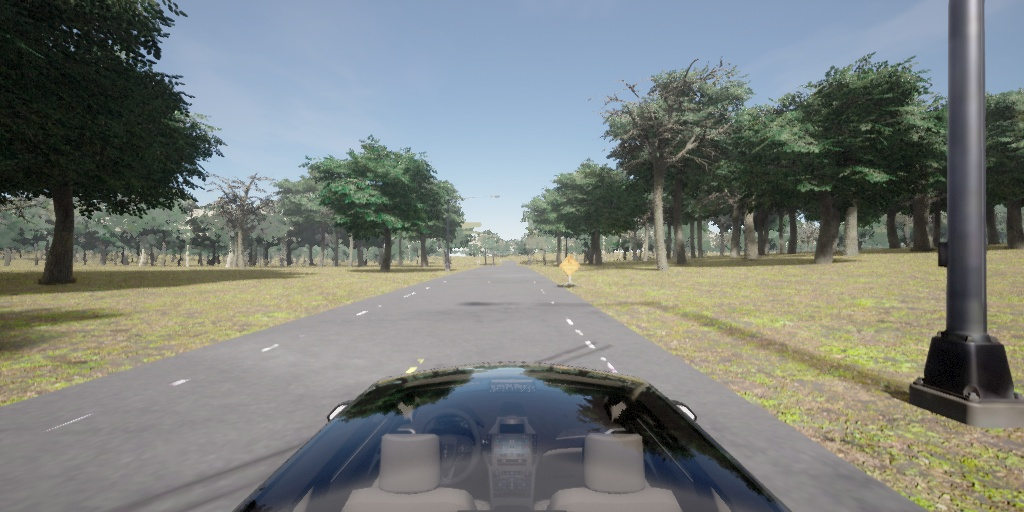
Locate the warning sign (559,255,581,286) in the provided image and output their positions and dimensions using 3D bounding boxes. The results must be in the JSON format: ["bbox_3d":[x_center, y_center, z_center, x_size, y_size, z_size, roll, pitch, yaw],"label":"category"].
[{"bbox_3d":[3.550,0.870,21.916,1.300,1.860,1.060,0,0,0],"label":"warning sign"}]
